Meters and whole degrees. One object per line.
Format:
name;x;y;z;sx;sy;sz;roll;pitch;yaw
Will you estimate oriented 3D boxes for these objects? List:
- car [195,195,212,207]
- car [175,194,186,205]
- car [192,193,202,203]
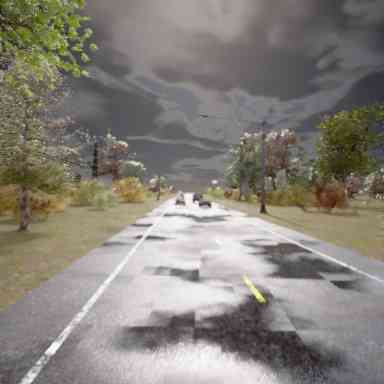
car;1.887;1.614;50.805;1.895;1.301;4.718;1;0;-2
car;-1.942;1.509;56.753;2.033;1.411;5.357;1;0;-1
car;1.194;1.217;69.223;2.150;2.045;5.566;1;0;-2
